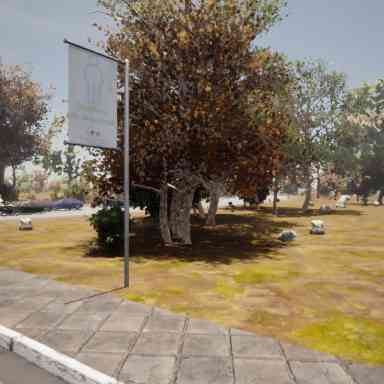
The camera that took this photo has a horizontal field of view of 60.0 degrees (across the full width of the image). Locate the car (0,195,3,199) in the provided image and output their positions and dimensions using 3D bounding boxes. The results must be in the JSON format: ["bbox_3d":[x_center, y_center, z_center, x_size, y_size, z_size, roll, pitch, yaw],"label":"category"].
[{"bbox_3d":[-21.424,1.221,32.567,2.150,2.045,5.566,0,0,39],"label":"car"}]

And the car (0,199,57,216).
[{"bbox_3d":[-16.338,1.598,32.979,1.895,1.301,4.718,0,0,38],"label":"car"}]

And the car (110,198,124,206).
[{"bbox_3d":[-9.213,1.556,48.074,1.895,1.301,4.718,0,0,37],"label":"car"}]

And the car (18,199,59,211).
[{"bbox_3d":[-18.973,1.555,41.265,1.994,1.385,4.181,0,0,39],"label":"car"}]

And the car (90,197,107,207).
[{"bbox_3d":[-12.720,1.465,49.255,1.837,1.490,4.892,0,0,37],"label":"car"}]

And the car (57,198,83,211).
[{"bbox_3d":[-15.411,1.514,40.131,1.812,1.442,4.674,0,0,38],"label":"car"}]
